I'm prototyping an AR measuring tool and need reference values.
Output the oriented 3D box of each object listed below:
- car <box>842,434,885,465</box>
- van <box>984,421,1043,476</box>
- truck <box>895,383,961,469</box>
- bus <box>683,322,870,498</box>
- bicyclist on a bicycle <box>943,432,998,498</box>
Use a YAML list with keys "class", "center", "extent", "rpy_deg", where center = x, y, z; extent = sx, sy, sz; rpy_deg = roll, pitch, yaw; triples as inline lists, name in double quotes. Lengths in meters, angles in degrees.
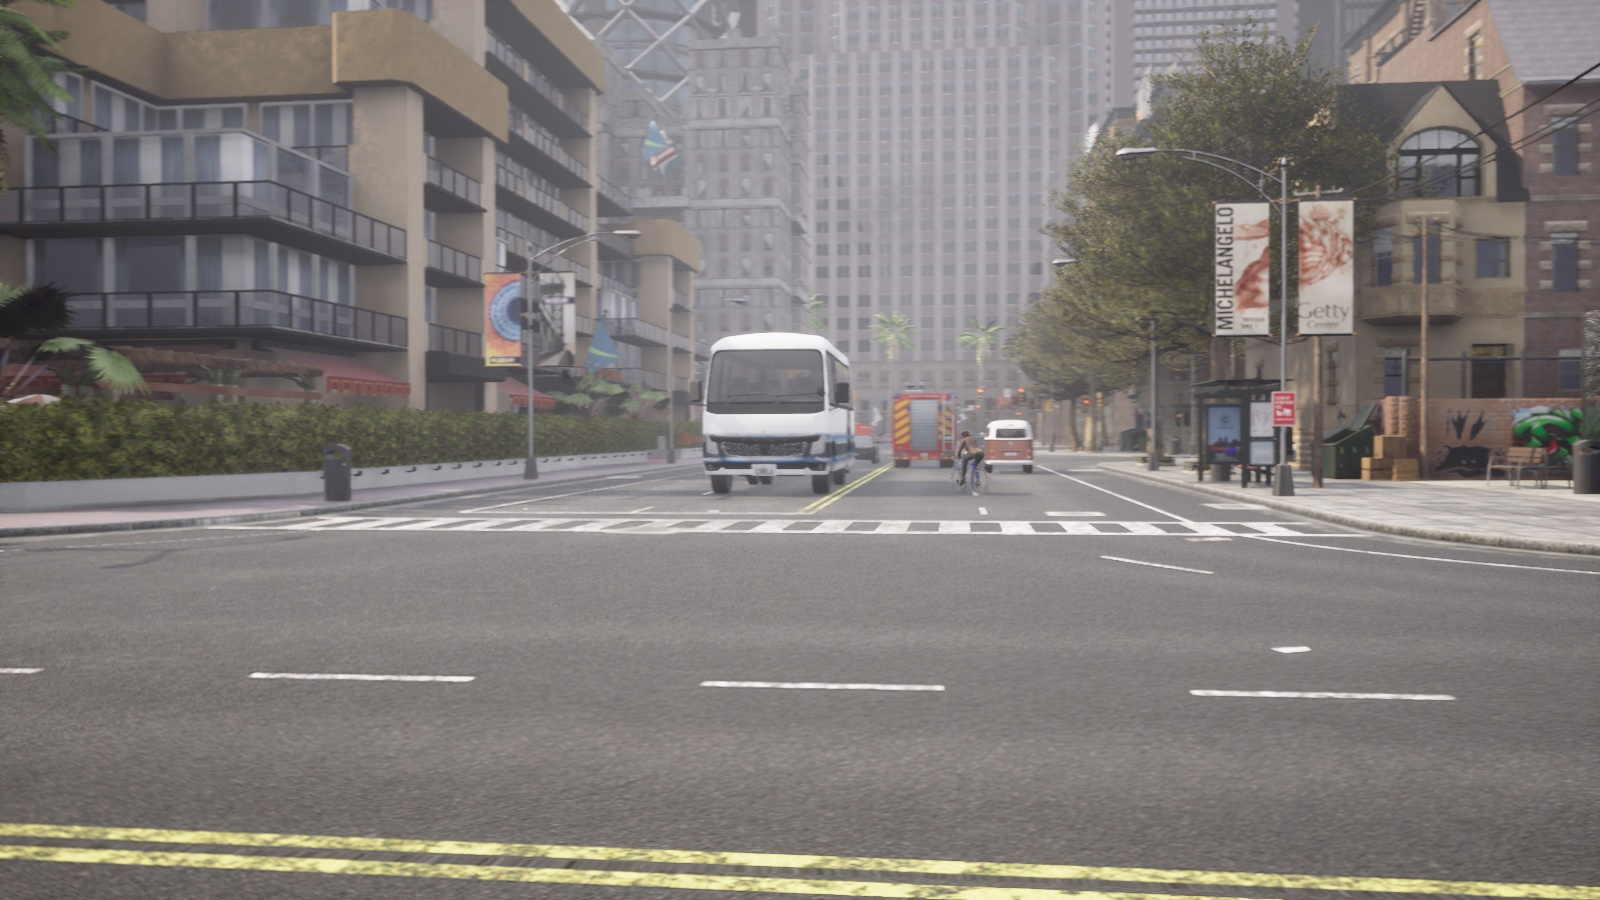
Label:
- class: "car"
  center: [3.316, -0.059, 65.104]
  extent: [1.882, 1.535, 5.008]
  rpy_deg: [0, 1, 7]
- class: "van"
  center: [8.309, -0.077, 49.241]
  extent: [2.069, 2.038, 4.480]
  rpy_deg: [0, 1, 7]
- class: "truck"
  center: [6.202, -1.117, 59.816]
  extent: [2.891, 3.827, 8.468]
  rpy_deg: [0, 1, 7]
- class: "bus"
  center: [-0.314, -1.032, 35.697]
  extent: [3.944, 4.253, 10.273]
  rpy_deg: [0, 1, 7]
- class: "bicyclist on a bicycle"
  center: [4.336, 0.368, 31.987]
  extent: [0.582, 1.620, 1.656]
  rpy_deg: [0, 1, -25]
